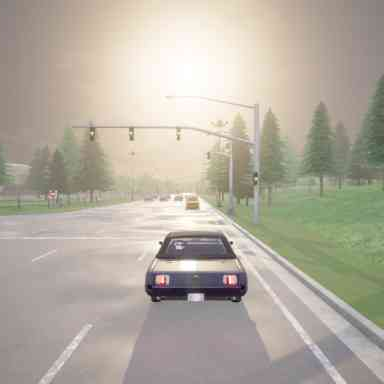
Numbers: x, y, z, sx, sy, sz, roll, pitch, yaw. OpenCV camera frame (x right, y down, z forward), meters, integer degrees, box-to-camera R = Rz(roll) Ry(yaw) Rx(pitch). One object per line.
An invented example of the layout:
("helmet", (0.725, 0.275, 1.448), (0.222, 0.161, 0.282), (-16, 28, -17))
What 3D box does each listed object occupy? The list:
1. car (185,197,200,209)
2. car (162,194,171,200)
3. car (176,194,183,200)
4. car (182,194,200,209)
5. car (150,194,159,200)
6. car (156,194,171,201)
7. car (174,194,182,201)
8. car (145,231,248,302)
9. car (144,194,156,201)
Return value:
("car", (0.069, 1.576, 49.853), (2.033, 1.411, 5.357), (-1, 1, 0))
("car", (-6.817, 1.372, 90.907), (2.033, 1.411, 5.357), (0, 0, 0))
("car", (-3.317, 1.357, 90.900), (1.812, 1.442, 4.674), (0, 0, 0))
("car", (-0.021, 1.079, 46.398), (1.882, 1.535, 5.008), (-3, 17, -3))
("car", (-10.317, 1.332, 90.914), (1.837, 1.490, 4.892), (0, 0, 0))
("car", (-6.838, 1.531, 80.487), (2.033, 1.411, 5.357), (0, 0, 0))
("car", (-3.337, 1.545, 80.896), (1.994, 1.385, 4.181), (0, 0, 0))
("car", (0.095, 1.601, 8.185), (1.895, 1.301, 4.718), (0, 0, 1))
("car", (-10.338, 1.531, 80.494), (2.033, 1.411, 5.357), (0, 0, 0))
